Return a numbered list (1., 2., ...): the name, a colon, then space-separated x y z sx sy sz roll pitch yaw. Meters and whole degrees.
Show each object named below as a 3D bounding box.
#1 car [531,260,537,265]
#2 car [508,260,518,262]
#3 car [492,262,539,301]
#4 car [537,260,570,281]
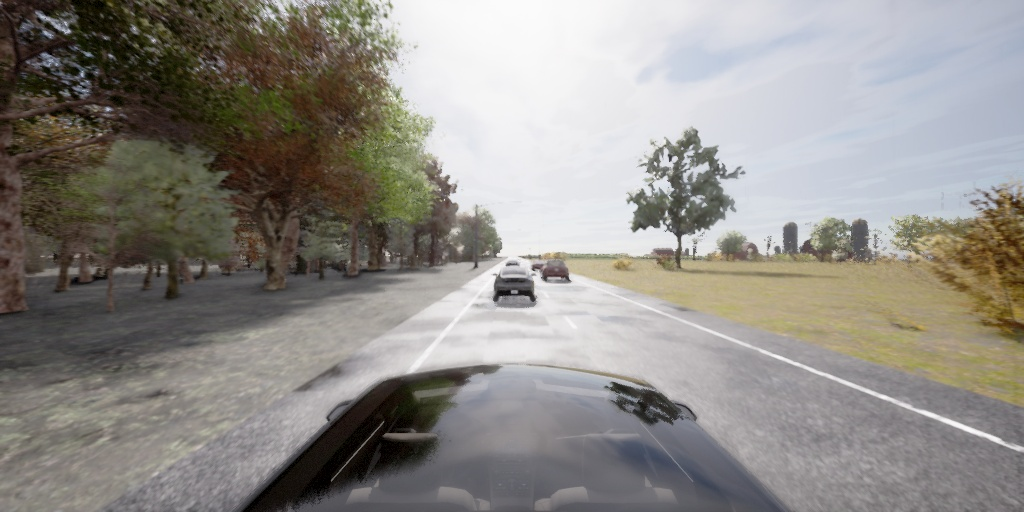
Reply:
1. car: 3.595 1.263 48.794 1.812 1.442 4.674 0 0 0
2. car: 0.110 1.246 47.495 1.837 1.490 4.892 0 0 0
3. car: 0.103 1.256 17.520 1.837 1.490 4.892 0 0 0
4. car: 3.542 1.096 30.354 2.097 1.767 4.553 0 0 1
